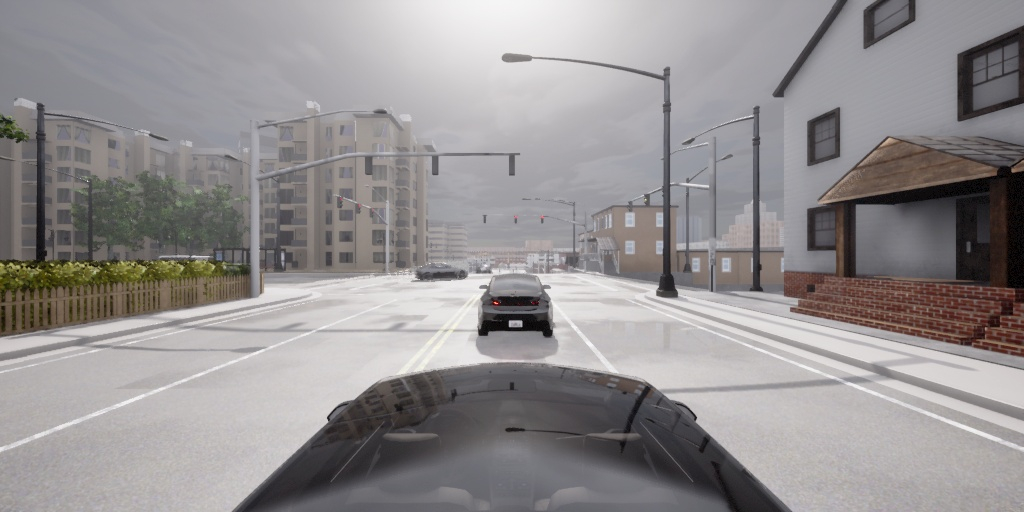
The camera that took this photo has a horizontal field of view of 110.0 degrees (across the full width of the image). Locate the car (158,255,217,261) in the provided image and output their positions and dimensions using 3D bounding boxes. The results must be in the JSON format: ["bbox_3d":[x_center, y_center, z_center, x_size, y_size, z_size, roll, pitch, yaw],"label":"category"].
[{"bbox_3d":[-23.752,0.971,27.102,5.566,2.045,2.150,0,0,1],"label":"car"}]

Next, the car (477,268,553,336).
[{"bbox_3d":[0.092,1.255,10.360,1.837,1.490,4.892,0,0,0],"label":"car"}]

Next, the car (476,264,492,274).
[{"bbox_3d":[-3.618,1.755,47.174,2.128,1.511,4.902,0,-5,0],"label":"car"}]

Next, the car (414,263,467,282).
[{"bbox_3d":[-5.731,1.281,28.983,4.181,1.385,1.994,0,0,-27],"label":"car"}]
